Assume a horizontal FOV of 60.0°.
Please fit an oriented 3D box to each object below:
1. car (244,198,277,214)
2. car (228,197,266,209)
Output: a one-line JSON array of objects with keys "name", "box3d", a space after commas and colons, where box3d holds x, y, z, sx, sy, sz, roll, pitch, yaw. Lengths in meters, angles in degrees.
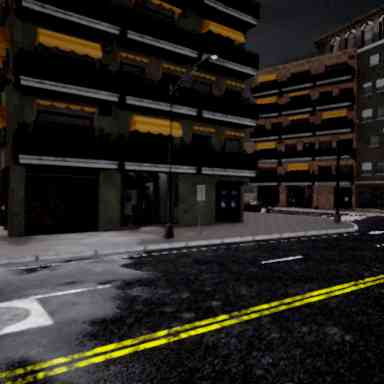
[{"name": "car", "box3d": [6.389, 1.464, 33.740, 4.403, 1.369, 2.008, 2, -1, 38]}, {"name": "car", "box3d": [7.215, 1.453, 43.725, 4.403, 1.369, 2.008, 2, -1, 38]}]
